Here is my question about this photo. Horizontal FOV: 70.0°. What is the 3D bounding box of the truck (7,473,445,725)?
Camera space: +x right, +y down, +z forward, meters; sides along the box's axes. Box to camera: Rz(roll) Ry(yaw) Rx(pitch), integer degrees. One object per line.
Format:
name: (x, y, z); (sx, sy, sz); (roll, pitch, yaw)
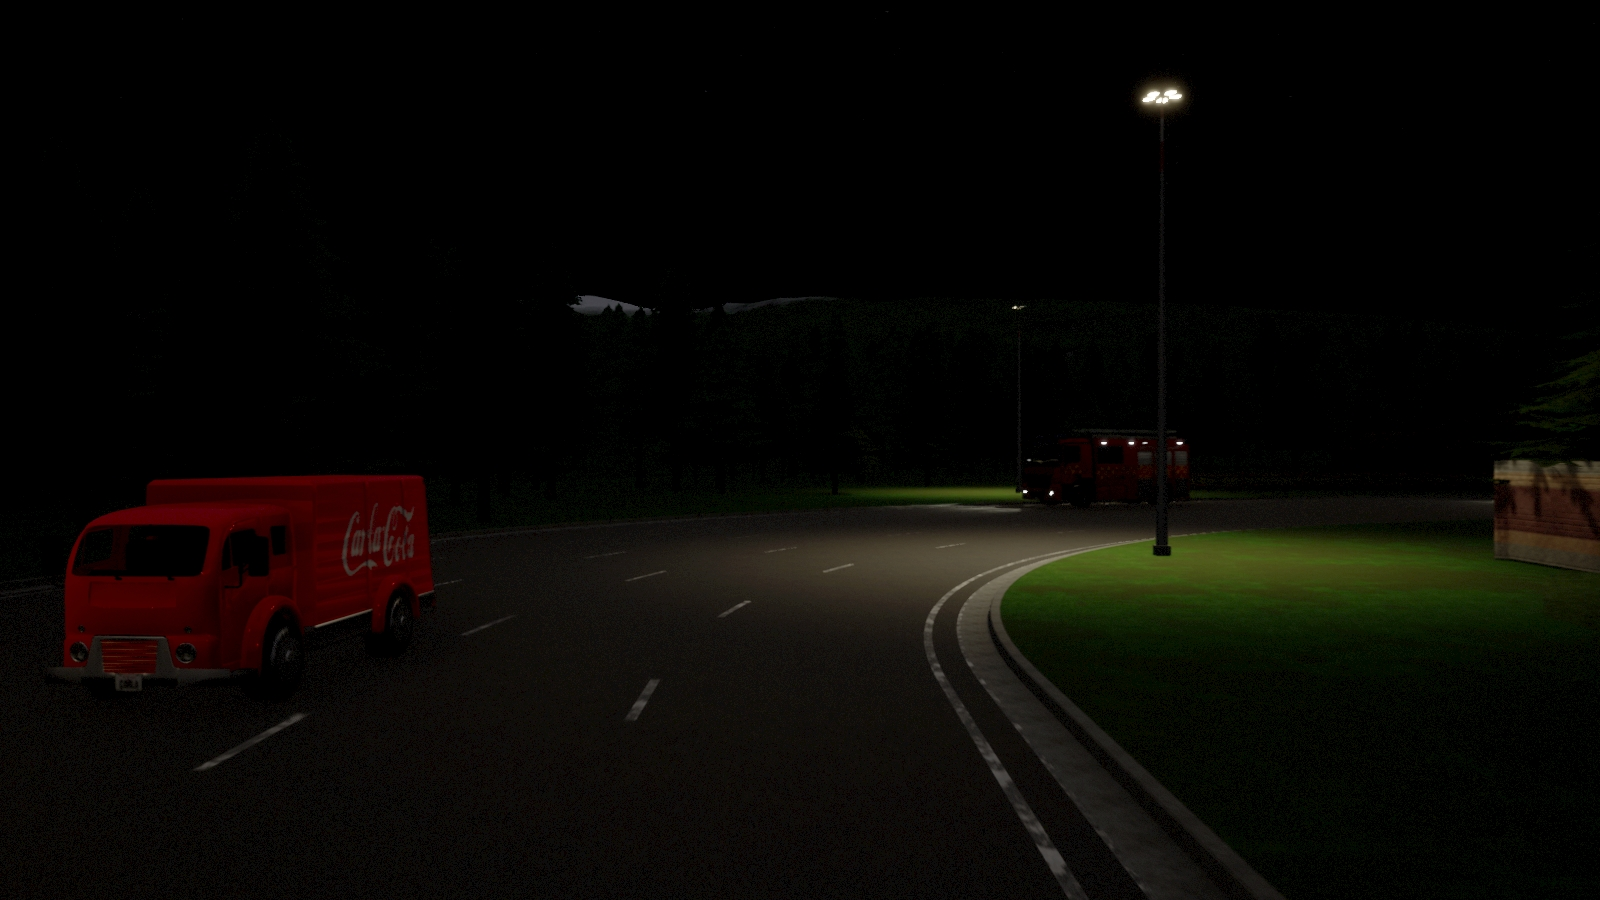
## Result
truck: (-6.722, 1.569, 14.342); (2.627, 2.467, 5.204); (0, 0, 4)
